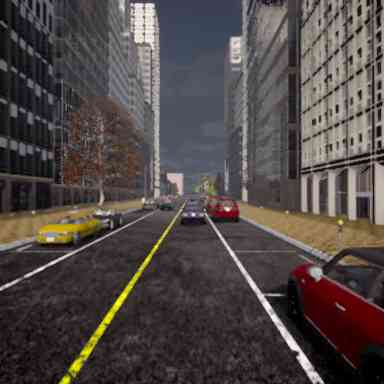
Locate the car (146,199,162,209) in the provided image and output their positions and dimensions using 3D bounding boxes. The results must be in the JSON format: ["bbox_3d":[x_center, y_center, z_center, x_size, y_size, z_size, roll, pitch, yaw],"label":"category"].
[{"bbox_3d":[-5.703,1.770,50.108,1.947,1.339,4.313,0,0,0],"label":"car"}]

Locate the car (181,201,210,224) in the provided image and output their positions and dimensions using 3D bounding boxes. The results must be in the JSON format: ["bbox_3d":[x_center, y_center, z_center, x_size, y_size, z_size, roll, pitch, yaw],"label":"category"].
[{"bbox_3d":[0.091,1.657,25.756,2.033,1.411,5.357,0,0,0],"label":"car"}]

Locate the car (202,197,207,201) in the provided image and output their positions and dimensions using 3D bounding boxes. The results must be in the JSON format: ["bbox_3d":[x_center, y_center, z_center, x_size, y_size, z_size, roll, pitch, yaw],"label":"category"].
[{"bbox_3d":[2.682,1.477,38.715,2.192,1.841,5.009,0,0,0],"label":"car"}]

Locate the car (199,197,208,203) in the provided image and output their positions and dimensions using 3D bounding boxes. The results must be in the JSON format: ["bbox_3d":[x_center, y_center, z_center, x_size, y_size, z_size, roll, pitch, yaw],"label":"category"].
[{"bbox_3d":[2.669,1.866,78.558,1.947,1.339,4.313,0,0,0],"label":"car"}]

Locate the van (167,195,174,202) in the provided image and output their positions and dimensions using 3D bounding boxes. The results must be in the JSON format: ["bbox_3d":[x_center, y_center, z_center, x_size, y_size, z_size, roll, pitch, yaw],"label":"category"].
[{"bbox_3d":[-5.714,1.676,89.954,1.690,1.788,3.998,0,0,0],"label":"van"}]

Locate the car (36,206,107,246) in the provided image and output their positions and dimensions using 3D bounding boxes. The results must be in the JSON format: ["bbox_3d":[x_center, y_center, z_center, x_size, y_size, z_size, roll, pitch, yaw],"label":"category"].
[{"bbox_3d":[-5.693,1.595,15.783,1.752,1.417,4.829,0,0,0],"label":"car"}]

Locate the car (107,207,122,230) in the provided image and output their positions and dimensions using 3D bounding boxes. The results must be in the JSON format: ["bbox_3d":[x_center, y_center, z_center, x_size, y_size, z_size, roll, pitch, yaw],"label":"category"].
[{"bbox_3d":[-5.695,1.644,21.646,2.008,1.369,4.403,0,0,0],"label":"car"}]

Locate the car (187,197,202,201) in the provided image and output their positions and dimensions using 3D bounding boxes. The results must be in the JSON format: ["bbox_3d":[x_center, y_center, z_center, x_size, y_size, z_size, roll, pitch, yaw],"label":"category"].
[{"bbox_3d":[0.086,1.602,41.752,2.033,1.649,4.856,0,0,0],"label":"car"}]

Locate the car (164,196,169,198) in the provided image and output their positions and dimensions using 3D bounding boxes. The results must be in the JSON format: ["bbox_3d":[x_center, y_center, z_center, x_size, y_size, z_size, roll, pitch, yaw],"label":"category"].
[{"bbox_3d":[-5.706,1.825,61.490,1.802,1.307,4.206,0,0,0],"label":"car"}]

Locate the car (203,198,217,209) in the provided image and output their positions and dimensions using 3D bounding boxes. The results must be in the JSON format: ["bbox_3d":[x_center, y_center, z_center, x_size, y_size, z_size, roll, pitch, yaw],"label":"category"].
[{"bbox_3d":[2.678,1.730,50.267,1.752,1.417,4.829,0,0,0],"label":"car"}]

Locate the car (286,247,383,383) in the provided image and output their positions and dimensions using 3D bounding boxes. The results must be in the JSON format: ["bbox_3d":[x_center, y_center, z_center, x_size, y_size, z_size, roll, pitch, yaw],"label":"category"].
[{"bbox_3d":[2.692,1.461,4.561,1.967,1.590,4.097,0,0,0],"label":"car"}]

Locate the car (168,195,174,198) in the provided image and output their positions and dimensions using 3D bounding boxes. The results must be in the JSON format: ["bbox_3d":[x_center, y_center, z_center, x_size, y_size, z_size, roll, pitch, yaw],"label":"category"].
[{"bbox_3d":[-5.710,1.832,72.876,2.008,1.369,4.403,0,0,0],"label":"car"}]

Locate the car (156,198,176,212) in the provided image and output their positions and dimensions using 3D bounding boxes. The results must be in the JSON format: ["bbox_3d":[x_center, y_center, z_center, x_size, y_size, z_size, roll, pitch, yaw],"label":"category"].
[{"bbox_3d":[-3.104,1.775,42.056,1.895,1.301,4.718,0,0,0],"label":"car"}]

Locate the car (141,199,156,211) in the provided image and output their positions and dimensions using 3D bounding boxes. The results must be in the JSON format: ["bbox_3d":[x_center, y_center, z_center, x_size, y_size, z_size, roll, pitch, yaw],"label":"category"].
[{"bbox_3d":[-5.701,1.734,44.415,2.008,1.369,4.403,0,0,0],"label":"car"}]

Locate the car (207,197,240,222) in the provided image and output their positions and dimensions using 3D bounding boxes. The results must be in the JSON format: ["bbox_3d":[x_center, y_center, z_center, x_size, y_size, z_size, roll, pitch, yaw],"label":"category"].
[{"bbox_3d":[2.686,1.432,27.330,2.192,1.841,5.009,0,0,0],"label":"car"}]

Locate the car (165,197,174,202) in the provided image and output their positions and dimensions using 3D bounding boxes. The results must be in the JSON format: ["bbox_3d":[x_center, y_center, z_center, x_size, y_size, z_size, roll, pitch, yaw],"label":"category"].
[{"bbox_3d":[-5.714,1.862,84.261,1.887,1.381,4.507,0,0,0],"label":"car"}]
